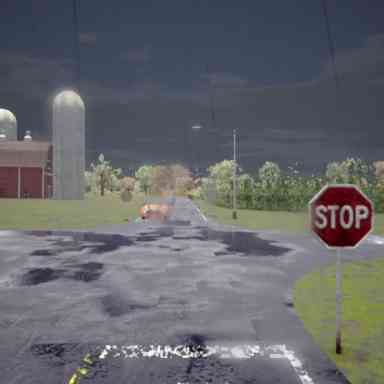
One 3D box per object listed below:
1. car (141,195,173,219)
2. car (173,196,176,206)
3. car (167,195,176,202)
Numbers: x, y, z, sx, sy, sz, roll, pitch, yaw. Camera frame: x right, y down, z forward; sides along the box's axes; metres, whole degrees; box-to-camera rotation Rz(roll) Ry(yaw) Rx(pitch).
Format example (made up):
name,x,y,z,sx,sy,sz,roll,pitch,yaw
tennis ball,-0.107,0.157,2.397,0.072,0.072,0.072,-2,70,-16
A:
name,x,y,z,sx,sy,sz,roll,pitch,yaw
car,-3.001,1.353,28.417,2.097,1.767,4.553,0,-1,0
car,-3.729,1.469,53.033,1.882,1.535,5.008,0,0,-2
car,-4.661,1.508,76.016,1.812,1.442,4.674,0,0,-2
